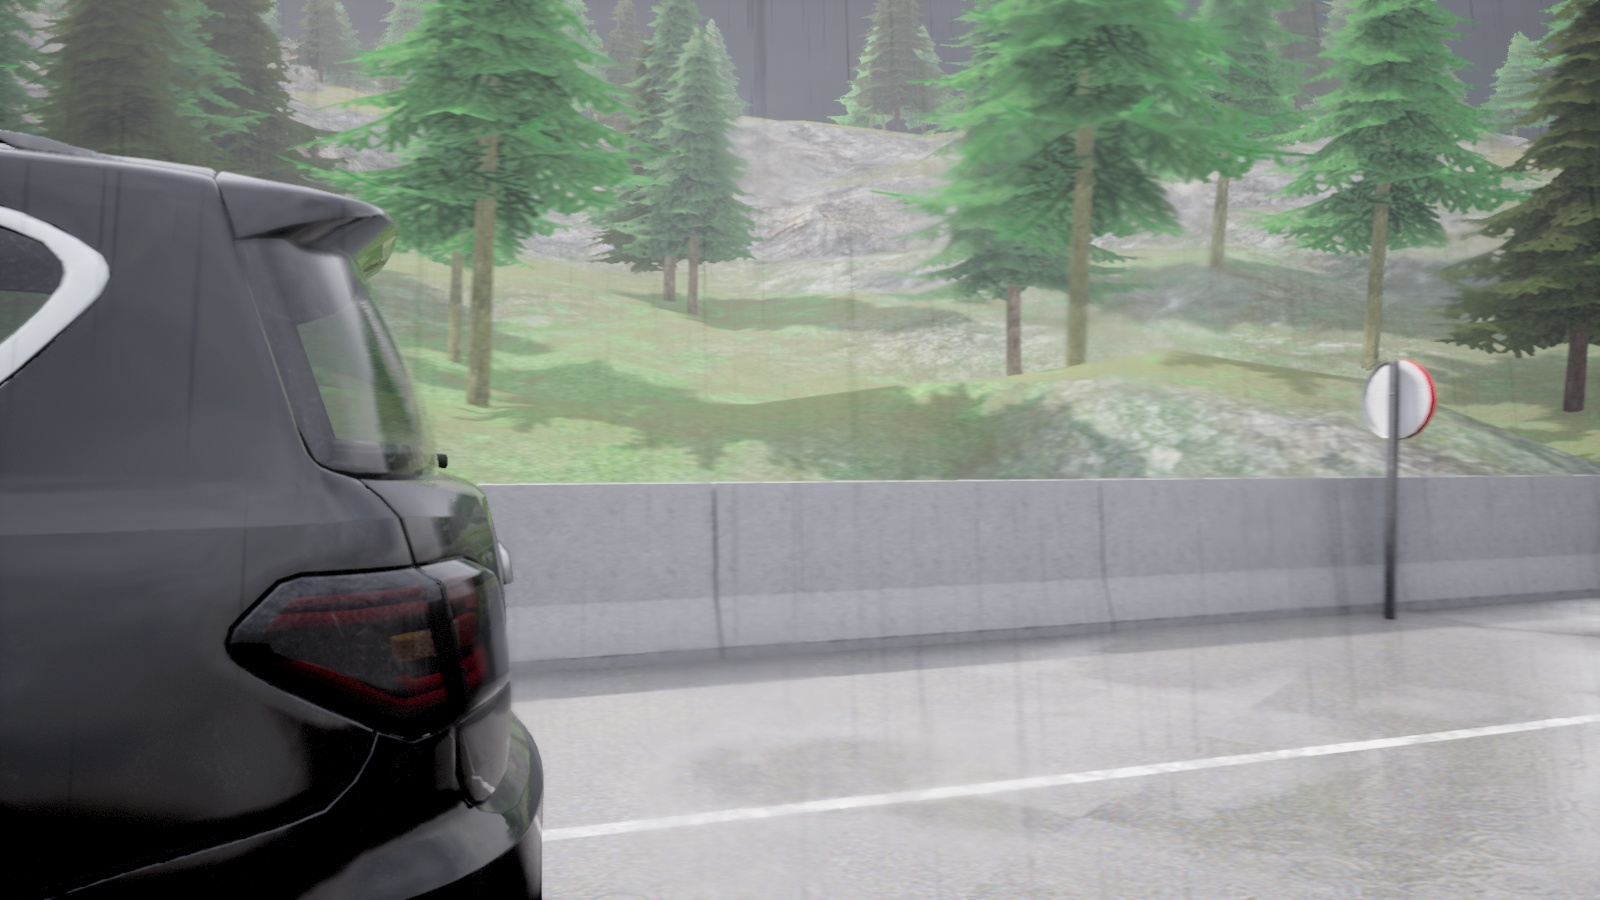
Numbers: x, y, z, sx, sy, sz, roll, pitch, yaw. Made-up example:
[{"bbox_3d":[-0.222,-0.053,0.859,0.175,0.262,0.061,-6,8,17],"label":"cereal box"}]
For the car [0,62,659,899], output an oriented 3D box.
[{"bbox_3d":[-3.207,0.527,2.020,5.566,2.045,2.150,-1,1,-20],"label":"car"}]
